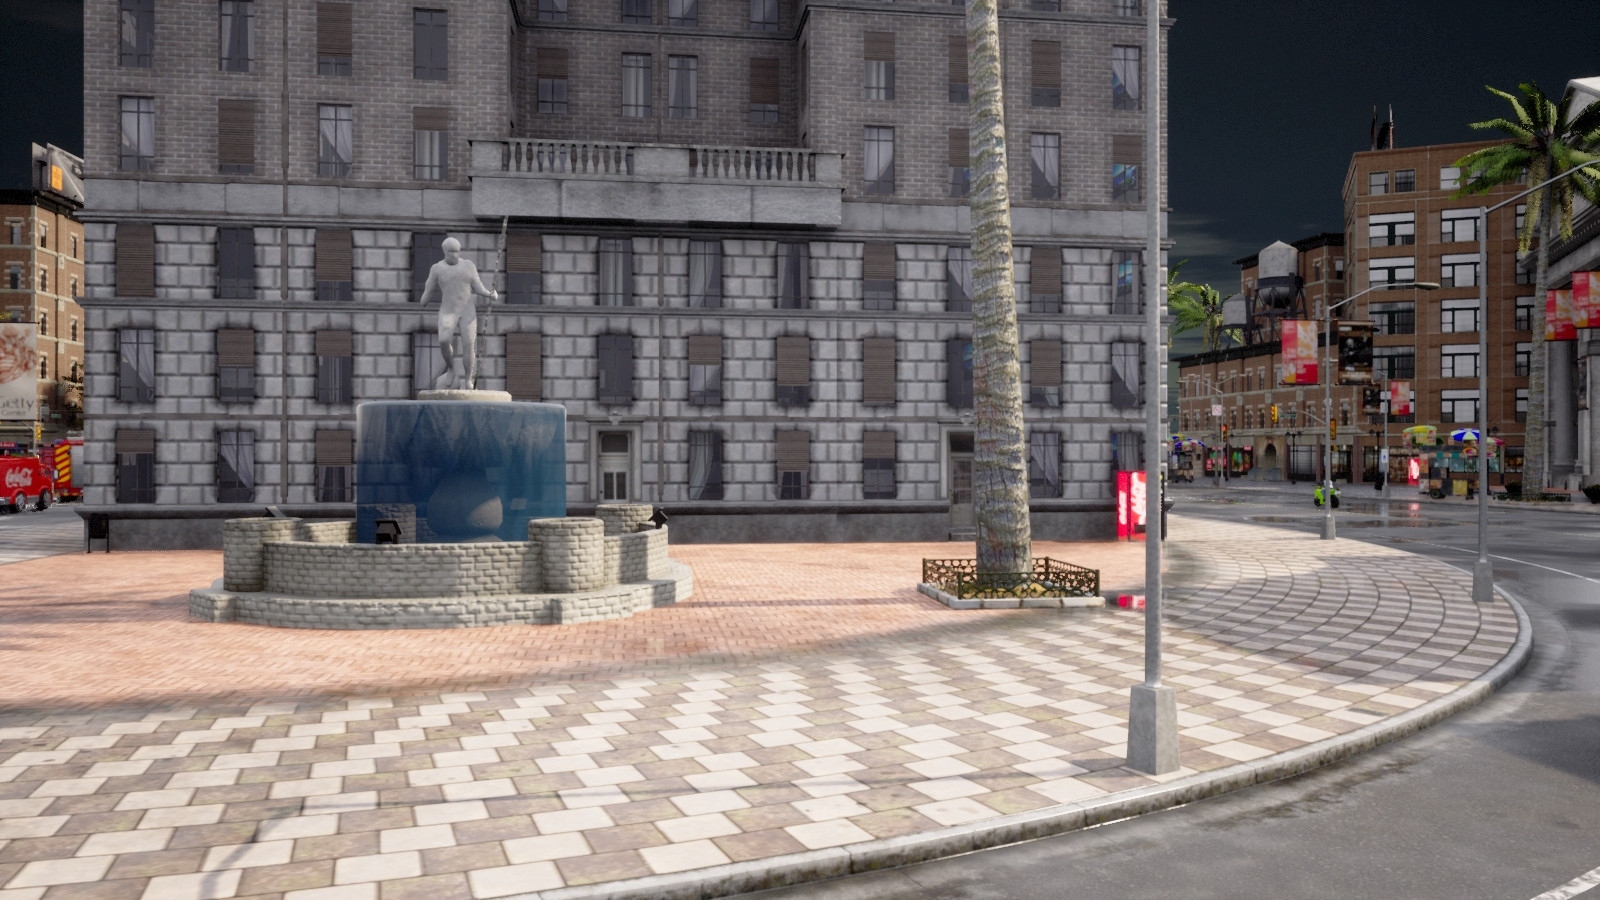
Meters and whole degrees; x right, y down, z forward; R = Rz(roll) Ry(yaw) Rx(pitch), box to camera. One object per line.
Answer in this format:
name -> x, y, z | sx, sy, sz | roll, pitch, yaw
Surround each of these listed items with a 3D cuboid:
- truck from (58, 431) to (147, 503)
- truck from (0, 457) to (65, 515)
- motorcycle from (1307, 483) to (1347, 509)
truck -> -39.483, 0.890, 64.965 | 2.891, 3.827, 8.468 | 0, 0, -21
truck -> -35.847, 1.564, 51.506 | 2.627, 2.467, 5.204 | 0, 0, -8
motorcycle -> 25.547, 2.213, 55.422 | 0.803, 1.145, 2.033 | 0, 0, -7
